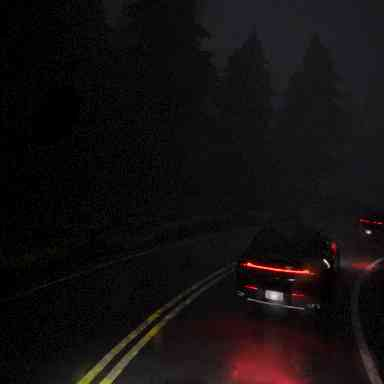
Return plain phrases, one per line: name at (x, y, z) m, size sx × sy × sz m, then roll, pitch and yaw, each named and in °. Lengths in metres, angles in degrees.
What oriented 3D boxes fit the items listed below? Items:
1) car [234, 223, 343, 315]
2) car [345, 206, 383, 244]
car at (2.426, 1.502, 7.848) m, size 1.837 × 1.490 × 4.892 m, roll 2°, pitch 1°, yaw 25°
car at (9.477, 1.407, 15.341) m, size 4.892 × 1.490 × 1.837 m, roll -1°, pitch 5°, yaw -33°
